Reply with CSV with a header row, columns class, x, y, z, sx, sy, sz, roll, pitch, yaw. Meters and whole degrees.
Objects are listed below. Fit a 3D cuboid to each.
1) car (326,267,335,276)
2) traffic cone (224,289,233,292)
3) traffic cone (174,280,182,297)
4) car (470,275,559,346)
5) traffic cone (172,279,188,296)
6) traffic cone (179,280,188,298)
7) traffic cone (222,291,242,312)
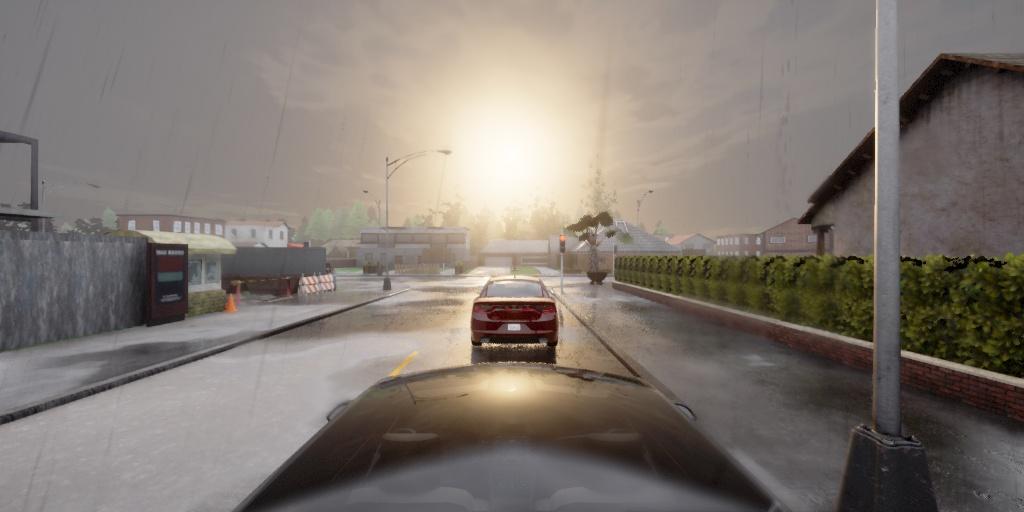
class,x,y,z,sx,sy,sz,roll,pitch,yaw
car,-16.658,1.102,28.517,4.553,1.767,2.097,0,0,0
traffic cone,-10.339,1.568,12.789,0.344,0.586,0.344,0,0,0
traffic cone,-15.771,1.558,17.223,0.344,0.586,0.344,0,0,0
car,0.079,1.228,9.422,1.882,1.535,5.008,0,0,1
traffic cone,-16.806,1.582,18.227,0.344,0.586,0.344,0,0,0
traffic cone,-15.203,1.561,16.859,0.344,0.586,0.344,0,0,0
traffic cone,-9.621,1.598,12.266,0.344,0.586,0.344,0,0,0
